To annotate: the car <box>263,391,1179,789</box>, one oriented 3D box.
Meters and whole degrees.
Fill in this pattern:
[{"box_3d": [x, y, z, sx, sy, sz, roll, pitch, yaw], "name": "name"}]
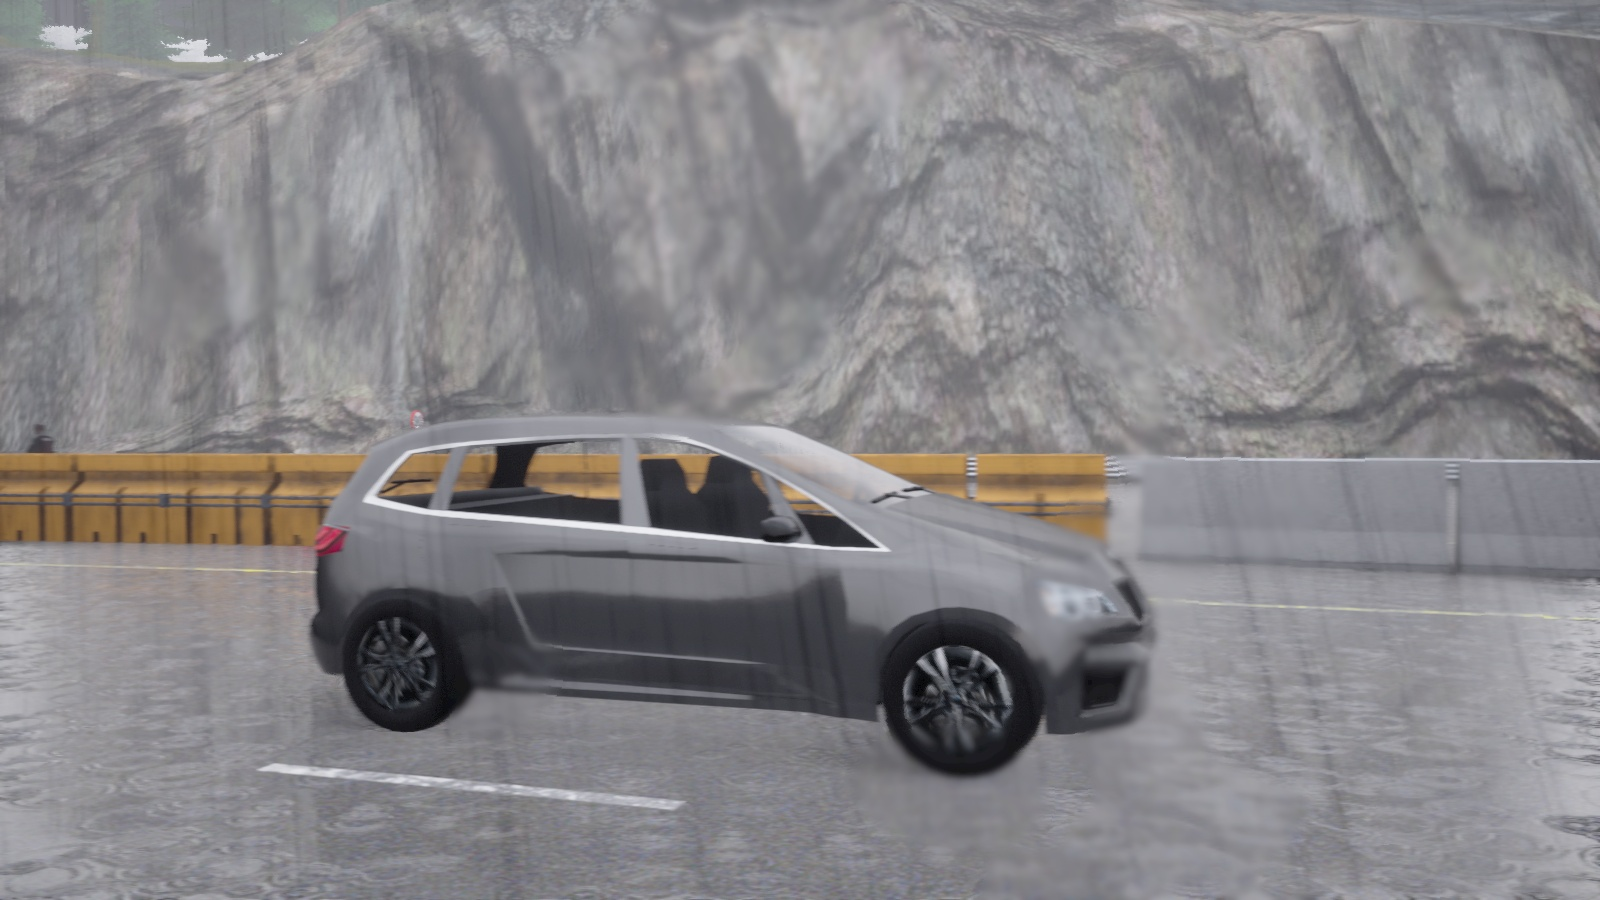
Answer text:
[{"box_3d": [-0.317, 0.554, 7.035, 4.611, 1.667, 2.242, 1, 1, 18], "name": "car"}]
